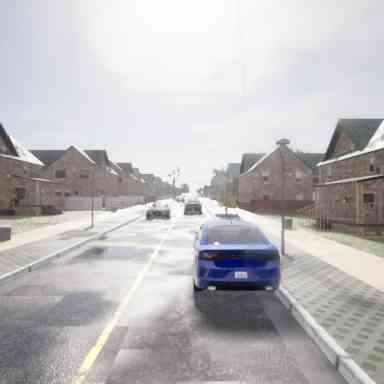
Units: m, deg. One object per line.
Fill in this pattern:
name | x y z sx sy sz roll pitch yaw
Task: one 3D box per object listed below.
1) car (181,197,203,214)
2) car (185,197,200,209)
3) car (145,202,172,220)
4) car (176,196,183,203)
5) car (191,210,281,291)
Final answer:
car | 0.109 1.550 35.834 1.837 1.490 4.892 0 0 0
car | 0.078 1.545 46.374 1.882 1.535 5.008 0 0 1
car | -2.815 1.595 28.749 1.994 1.385 4.181 0 0 0
car | -2.660 1.650 75.634 2.128 1.511 4.902 0 0 0
car | 0.973 1.485 9.025 1.882 1.535 5.008 0 0 0
